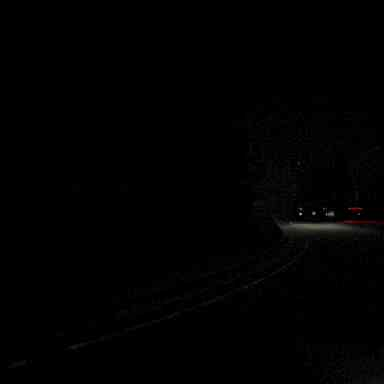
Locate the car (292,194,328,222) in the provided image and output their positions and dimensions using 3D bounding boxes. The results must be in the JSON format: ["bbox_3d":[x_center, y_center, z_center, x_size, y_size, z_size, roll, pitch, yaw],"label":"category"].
[{"bbox_3d":[9.414,1.220,26.972,2.150,2.045,5.566,0,0,11],"label":"car"}]

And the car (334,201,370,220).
[{"bbox_3d":[13.287,1.487,27.889,2.128,1.511,4.902,0,0,11],"label":"car"}]
